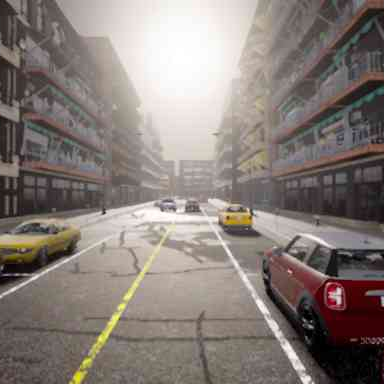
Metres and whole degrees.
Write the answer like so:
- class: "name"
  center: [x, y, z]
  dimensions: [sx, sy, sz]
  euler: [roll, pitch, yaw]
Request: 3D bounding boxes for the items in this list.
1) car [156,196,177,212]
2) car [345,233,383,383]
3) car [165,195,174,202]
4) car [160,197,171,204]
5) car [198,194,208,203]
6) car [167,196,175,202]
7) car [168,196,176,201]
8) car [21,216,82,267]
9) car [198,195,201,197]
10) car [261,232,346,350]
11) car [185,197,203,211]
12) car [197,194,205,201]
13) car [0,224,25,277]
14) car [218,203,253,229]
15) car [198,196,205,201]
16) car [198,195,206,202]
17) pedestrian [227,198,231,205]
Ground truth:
- class: "car"
  center: [-2.854, 1.587, 40.231]
  dimensions: [1.812, 1.442, 4.674]
  euler: [0, 0, 0]
- class: "car"
  center: [2.580, 1.315, 0.671]
  dimensions: [2.192, 1.841, 5.009]
  euler: [1, 0, 0]
- class: "car"
  center: [-5.324, 1.590, 78.531]
  dimensions: [1.967, 1.590, 4.097]
  euler: [1, 0, 0]
- class: "car"
  center: [-5.323, 1.685, 67.402]
  dimensions: [1.947, 1.339, 4.313]
  euler: [1, 0, 0]
- class: "car"
  center: [2.556, 1.660, 73.169]
  dimensions: [1.752, 1.417, 4.829]
  euler: [1, 0, 0]
- class: "car"
  center: [-5.327, 1.693, 83.924]
  dimensions: [1.752, 1.417, 4.829]
  euler: [1, 0, 0]
- class: "car"
  center: [-5.329, 1.711, 89.488]
  dimensions: [1.752, 1.417, 4.829]
  euler: [1, 0, 0]
- class: "car"
  center: [-5.306, 1.537, 11.590]
  dimensions: [1.752, 1.417, 4.829]
  euler: [1, 0, 0]
- class: "car"
  center: [-0.012, 1.648, 51.649]
  dimensions: [1.994, 1.385, 4.181]
  euler: [0, 0, 0]
- class: "car"
  center: [2.576, 1.445, 6.236]
  dimensions: [1.967, 1.590, 4.097]
  euler: [1, 0, 0]
- class: "car"
  center: [0.050, 1.666, 42.129]
  dimensions: [1.895, 1.301, 4.718]
  euler: [0, 0, 0]
- class: "car"
  center: [2.552, 1.522, 95.255]
  dimensions: [2.192, 1.841, 5.009]
  euler: [1, 0, 0]
- class: "car"
  center: [-5.305, 1.556, 6.199]
  dimensions: [2.008, 1.369, 4.403]
  euler: [1, 0, 0]
- class: "car"
  center: [2.744, 1.484, 21.829]
  dimensions: [1.801, 1.575, 5.366]
  euler: [0, 0, 0]
- class: "car"
  center: [2.550, 1.769, 89.689]
  dimensions: [1.802, 1.307, 4.206]
  euler: [1, 0, 0]
- class: "car"
  center: [2.554, 1.608, 84.126]
  dimensions: [1.967, 1.590, 4.097]
  euler: [1, 0, 0]
- class: "pedestrian"
  center: [2.743, 1.327, 24.835]
  dimensions: [0.375, 1.860, 0.375]
  euler: [1, -1, 0]
